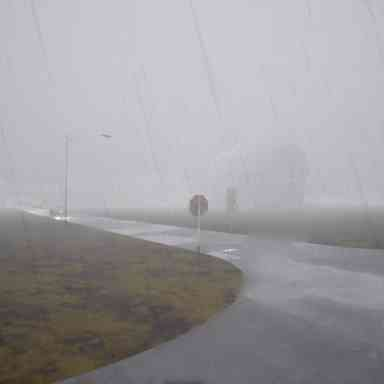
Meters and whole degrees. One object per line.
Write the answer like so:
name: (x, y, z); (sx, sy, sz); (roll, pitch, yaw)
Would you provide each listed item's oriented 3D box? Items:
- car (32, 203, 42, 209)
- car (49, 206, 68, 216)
car: (-40.007, 3.545, 86.068); (1.837, 1.490, 4.892); (1, -2, -32)
car: (-19.491, 2.733, 48.462); (2.128, 1.511, 4.902); (1, -2, -32)
